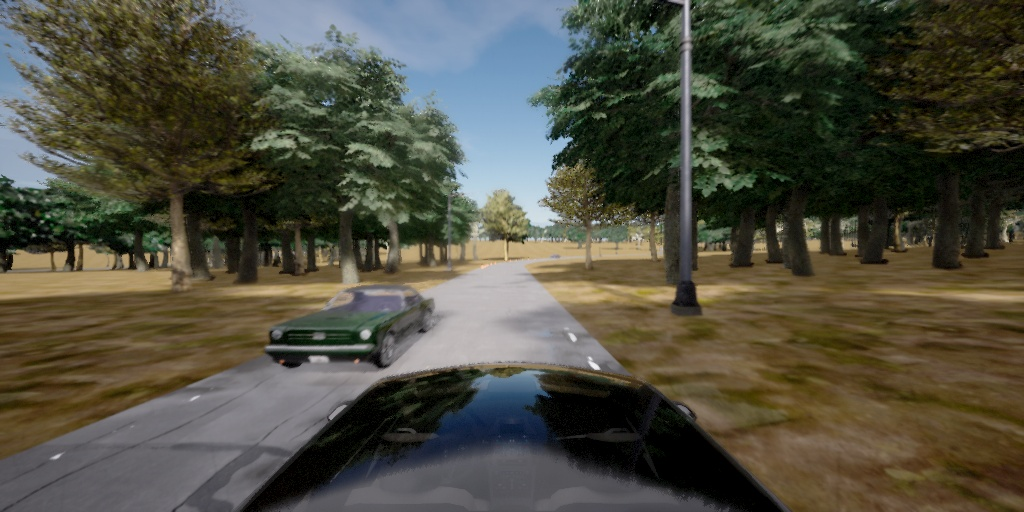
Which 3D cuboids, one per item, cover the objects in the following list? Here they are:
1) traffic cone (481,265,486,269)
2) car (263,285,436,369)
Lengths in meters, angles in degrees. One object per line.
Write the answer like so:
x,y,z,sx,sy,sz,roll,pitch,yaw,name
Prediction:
-4.192,1.533,50.588,0.340,0.580,0.340,0,0,0,traffic cone
-3.098,1.359,7.967,1.895,1.301,4.718,0,0,0,car
